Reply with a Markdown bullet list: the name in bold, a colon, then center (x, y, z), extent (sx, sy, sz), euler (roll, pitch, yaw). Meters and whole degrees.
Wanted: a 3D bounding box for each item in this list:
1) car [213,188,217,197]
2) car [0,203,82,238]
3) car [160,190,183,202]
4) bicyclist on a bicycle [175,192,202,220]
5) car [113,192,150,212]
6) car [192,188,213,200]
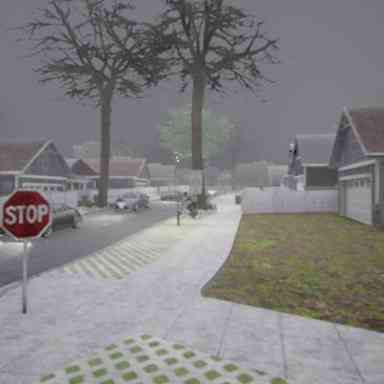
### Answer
- **car**: center (2.967, 0.036, 54.597), extent (1.895, 1.301, 4.718), euler (0, 2, 10)
- **car**: center (-6.966, 1.231, 15.695), extent (1.994, 1.385, 4.181), euler (0, 2, 10)
- **car**: center (-2.431, 0.404, 40.416), extent (1.994, 1.385, 4.181), euler (0, 2, 10)
- **bicyclist on a bicycle**: center (-0.227, 0.824, 19.536), extent (1.656, 1.620, 0.582), euler (0, 2, 10)
- **car**: center (-4.824, 0.751, 27.138), extent (2.128, 1.511, 4.902), euler (0, 2, 10)
- **car**: center (1.265, 0.316, 44.736), extent (1.895, 1.301, 4.718), euler (0, 2, 11)
